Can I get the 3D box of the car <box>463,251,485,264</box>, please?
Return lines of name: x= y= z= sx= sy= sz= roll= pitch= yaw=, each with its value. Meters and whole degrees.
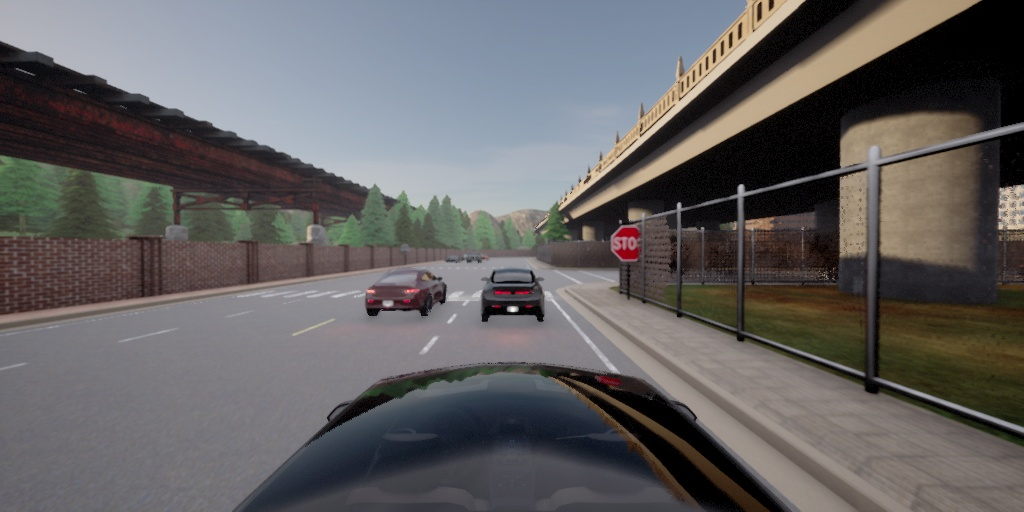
car: x=-6.424 y=0.208 z=61.104 sx=2.150 sy=2.045 sz=5.566 roll=0 pitch=1 yaw=1

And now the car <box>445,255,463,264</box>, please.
car: x=-9.923 y=0.540 z=60.838 sx=2.033 sy=1.411 sz=5.357 roll=0 pitch=1 yaw=1

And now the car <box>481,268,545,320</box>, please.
car: x=0.024 y=1.124 z=11.909 sx=1.837 sy=1.490 sz=4.892 roll=0 pitch=1 yaw=0

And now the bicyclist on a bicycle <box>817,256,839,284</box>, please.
bicyclist on a bicycle: x=18.577 y=0.793 z=21.033 sx=0.582 sy=1.620 sz=1.656 roll=0 pitch=0 yaw=0

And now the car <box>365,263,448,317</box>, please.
car: x=-3.476 y=1.140 z=12.352 sx=1.812 sy=1.442 sz=4.674 roll=0 pitch=1 yaw=0

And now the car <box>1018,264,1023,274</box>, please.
car: x=43.066 y=0.951 z=28.305 sx=4.181 sy=1.385 sz=1.994 roll=0 pitch=1 yaw=1
